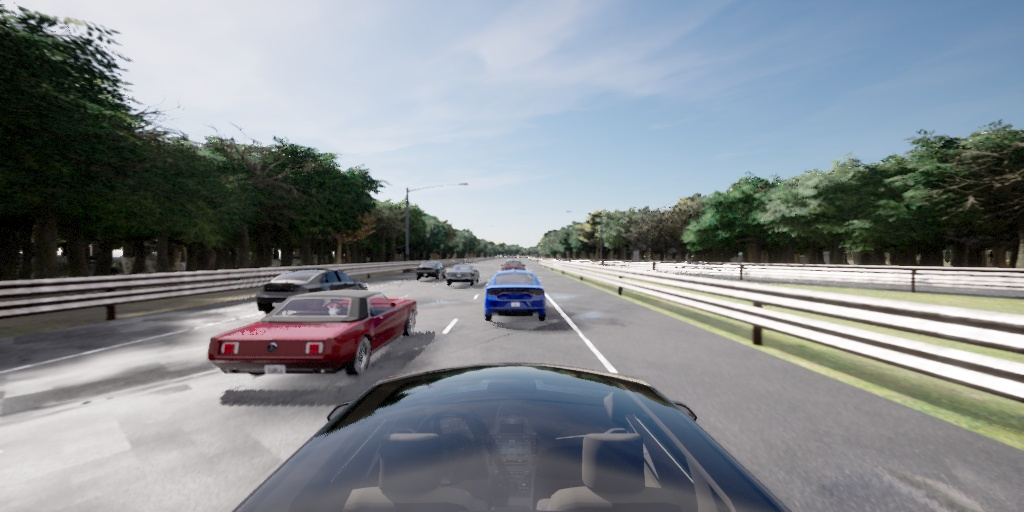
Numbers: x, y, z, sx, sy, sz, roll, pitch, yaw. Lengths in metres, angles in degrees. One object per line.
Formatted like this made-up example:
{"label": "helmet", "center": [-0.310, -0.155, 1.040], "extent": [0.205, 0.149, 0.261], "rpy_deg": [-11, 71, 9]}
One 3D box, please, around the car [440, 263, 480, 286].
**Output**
{"label": "car", "center": [-3.396, 1.295, 25.478], "extent": [2.033, 1.411, 5.357], "rpy_deg": [0, 0, 0]}

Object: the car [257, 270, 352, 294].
{"label": "car", "center": [-6.901, 1.231, 12.976], "extent": [1.837, 1.490, 4.892], "rpy_deg": [0, -1, 0]}

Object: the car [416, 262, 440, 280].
{"label": "car", "center": [-6.902, 1.257, 30.996], "extent": [1.837, 1.490, 4.892], "rpy_deg": [0, 0, 0]}

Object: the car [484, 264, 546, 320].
{"label": "car", "center": [0.100, 1.222, 12.642], "extent": [1.882, 1.535, 5.008], "rpy_deg": [0, 0, 0]}

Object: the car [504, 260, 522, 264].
{"label": "car", "center": [0.100, 1.102, 30.707], "extent": [2.097, 1.767, 4.553], "rpy_deg": [0, 0, 0]}

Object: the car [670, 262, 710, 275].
{"label": "car", "center": [20.234, 1.424, 41.189], "extent": [1.837, 1.490, 4.892], "rpy_deg": [0, 0, -19]}

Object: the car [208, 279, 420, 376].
{"label": "car", "center": [-3.393, 1.347, 7.377], "extent": [1.895, 1.301, 4.718], "rpy_deg": [0, 0, 0]}
